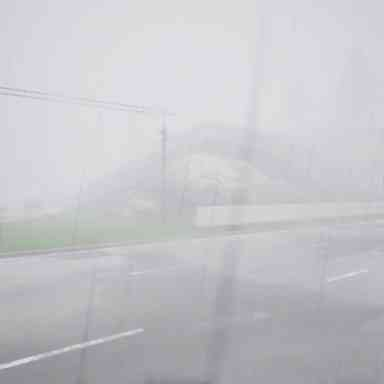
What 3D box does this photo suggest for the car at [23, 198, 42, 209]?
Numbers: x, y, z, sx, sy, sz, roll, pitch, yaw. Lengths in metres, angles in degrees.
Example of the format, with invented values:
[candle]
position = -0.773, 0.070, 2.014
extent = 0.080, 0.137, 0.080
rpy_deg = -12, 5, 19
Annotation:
[car]
position = -21.410, 1.539, 44.607
extent = 1.812, 1.442, 4.674
rpy_deg = 0, 0, -32
